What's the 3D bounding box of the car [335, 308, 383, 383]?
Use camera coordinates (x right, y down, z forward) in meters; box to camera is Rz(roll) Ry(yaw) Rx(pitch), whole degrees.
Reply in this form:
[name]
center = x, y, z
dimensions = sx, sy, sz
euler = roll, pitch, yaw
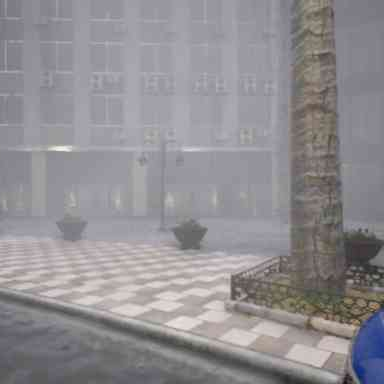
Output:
[car]
center = 3.310, 1.211, 0.886
dimensions = 5.566, 2.045, 2.150
euler = 0, 0, 37
